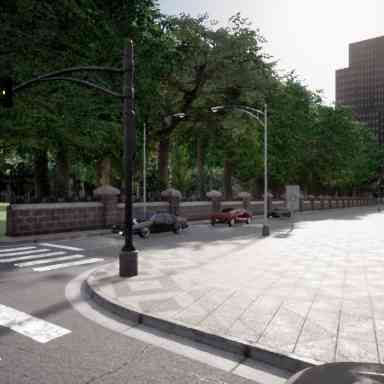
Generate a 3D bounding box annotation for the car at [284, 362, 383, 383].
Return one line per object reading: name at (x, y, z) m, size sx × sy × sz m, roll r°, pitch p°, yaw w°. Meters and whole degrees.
car at (2.351, 1.551, 1.286) m, size 4.403 × 1.369 × 2.008 m, roll 0°, pitch 0°, yaw 36°

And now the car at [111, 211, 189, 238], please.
car at (-2.321, 1.888, 20.214) m, size 2.033 × 1.411 × 5.357 m, roll 0°, pitch -1°, yaw 35°

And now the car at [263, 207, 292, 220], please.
car at (9.643, 2.372, 37.128) m, size 1.895 × 1.301 × 4.718 m, roll 0°, pitch -1°, yaw 35°

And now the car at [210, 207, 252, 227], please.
car at (3.419, 2.022, 28.334) m, size 1.882 × 1.535 × 5.008 m, roll 0°, pitch -1°, yaw 35°
